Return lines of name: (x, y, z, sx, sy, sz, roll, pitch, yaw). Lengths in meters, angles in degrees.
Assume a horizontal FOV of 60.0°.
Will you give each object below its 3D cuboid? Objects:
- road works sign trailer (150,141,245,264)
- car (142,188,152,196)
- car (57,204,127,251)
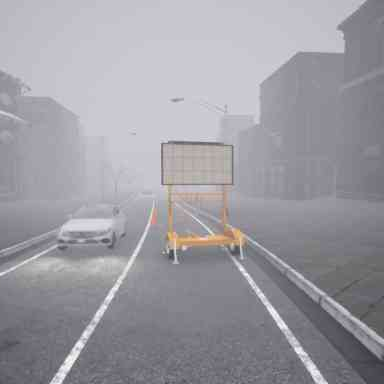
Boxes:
road works sign trailer: (0.141, 0.174, 10.847, 2.380, 3.560, 2.880, -1, 1, -16)
car: (-9.111, -0.058, 67.516, 1.994, 1.385, 4.181, 0, 4, -6)
car: (-3.616, 1.206, 12.734, 1.812, 1.442, 4.674, 0, 1, -4)
